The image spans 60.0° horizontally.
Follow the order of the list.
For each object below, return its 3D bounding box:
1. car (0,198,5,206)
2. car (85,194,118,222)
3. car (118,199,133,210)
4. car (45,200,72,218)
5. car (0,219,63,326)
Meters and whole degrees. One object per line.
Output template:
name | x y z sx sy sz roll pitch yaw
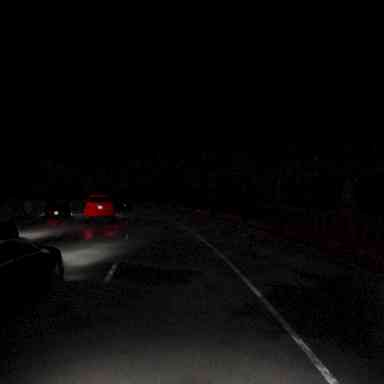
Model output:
car | -24.273 1.466 41.022 2.128 1.511 4.902 0 0 -27
car | -7.139 1.183 26.019 2.150 2.045 5.566 0 0 -15
car | -8.594 1.498 40.746 1.994 1.385 4.181 0 0 -22
car | -11.855 1.471 29.585 1.837 1.490 4.892 0 0 -17
car | -3.803 1.490 5.853 2.128 1.511 4.902 0 0 -4
